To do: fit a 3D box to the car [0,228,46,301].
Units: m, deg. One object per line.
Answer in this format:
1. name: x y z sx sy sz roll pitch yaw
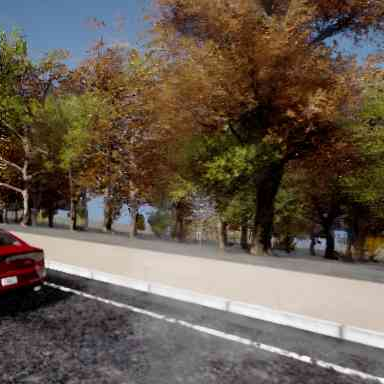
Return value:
1. car: -5.319 1.456 7.465 5.008 1.535 1.882 0 0 35
